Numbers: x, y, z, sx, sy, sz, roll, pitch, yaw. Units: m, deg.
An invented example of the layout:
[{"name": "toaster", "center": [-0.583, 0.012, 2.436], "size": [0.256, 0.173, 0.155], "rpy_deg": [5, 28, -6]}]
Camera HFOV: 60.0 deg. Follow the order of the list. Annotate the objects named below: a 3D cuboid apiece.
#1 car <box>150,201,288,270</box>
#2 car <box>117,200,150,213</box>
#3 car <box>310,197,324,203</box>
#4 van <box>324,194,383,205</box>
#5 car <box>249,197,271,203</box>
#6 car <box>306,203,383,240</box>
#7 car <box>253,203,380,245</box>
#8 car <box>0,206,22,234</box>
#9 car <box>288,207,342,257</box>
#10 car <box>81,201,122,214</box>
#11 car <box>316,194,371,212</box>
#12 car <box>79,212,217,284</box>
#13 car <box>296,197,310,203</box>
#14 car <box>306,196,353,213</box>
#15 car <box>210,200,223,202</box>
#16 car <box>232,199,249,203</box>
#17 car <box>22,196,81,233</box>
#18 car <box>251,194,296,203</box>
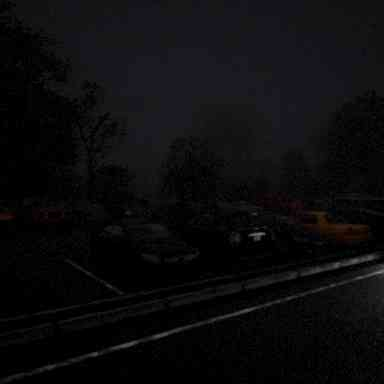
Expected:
[{"name": "car", "center": [0.703, 1.390, 11.586], "size": [2.185, 1.767, 4.553], "rpy_deg": [0, 0, -35]}, {"name": "car", "center": [-4.627, 1.387, 23.915], "size": [2.185, 1.767, 4.553], "rpy_deg": [0, 0, -35]}, {"name": "car", "center": [13.457, 1.362, 36.711], "size": [2.185, 1.767, 4.553], "rpy_deg": [0, 0, -35]}, {"name": "van", "center": [9.841, 1.279, 17.948], "size": [1.878, 1.987, 4.442], "rpy_deg": [0, 0, -35]}, {"name": "car", "center": [4.275, 1.498, 30.403], "size": [1.946, 1.575, 5.366], "rpy_deg": [0, 0, -35]}, {"name": "car", "center": [7.505, 1.509, 16.430], "size": [2.231, 1.521, 4.892], "rpy_deg": [0, 0, -35]}, {"name": "car", "center": [5.122, 1.508, 14.979], "size": [1.946, 1.575, 5.366], "rpy_deg": [0, 0, -35]}, {"name": "car", "center": [-11.433, 1.517, 19.066], "size": [2.097, 1.535, 5.008], "rpy_deg": [0, 0, -35]}, {"name": "car", "center": [2.954, 1.515, 13.225], "size": [2.231, 1.521, 4.892], "rpy_deg": [0, 0, -35]}, {"name": "car", "center": [-6.887, 1.516, 22.285], "size": [2.231, 1.521, 4.892], "rpy_deg": [0, 0, -35]}, {"name": "car", "center": [18.107, 1.229, 39.999], "size": [2.435, 2.045, 5.566], "rpy_deg": [0, 0, -35]}, {"name": "car", "center": [-1.588, 1.557, 10.007], "size": [2.002, 1.452, 4.674], "rpy_deg": [0, 0, -35]}, {"name": "car", "center": [9.049, 1.369, 33.515], "size": [2.185, 1.767, 4.553], "rpy_deg": [0, 0, -35]}, {"name": "car", "center": [15.730, 1.358, 38.320], "size": [2.185, 1.767, 4.553], "rpy_deg": [0, 0, -35]}, {"name": "car", "center": [-0.046, 1.537, 27.082], "size": [2.163, 1.488, 4.792], "rpy_deg": [0, 0, -35]}, {"name": "car", "center": [2.208, 1.504, 28.720], "size": [2.097, 1.535, 5.008], "rpy_deg": [0, 0, -35]}, {"name": "car", "center": [-9.139, 1.265, 20.649], "size": [2.435, 2.045, 5.566], "rpy_deg": [0, 0, -35]}, {"name": "car", "center": [6.639, 1.247, 31.883], "size": [2.435, 2.045, 5.566], "rpy_deg": [0, 0, -35]}]
